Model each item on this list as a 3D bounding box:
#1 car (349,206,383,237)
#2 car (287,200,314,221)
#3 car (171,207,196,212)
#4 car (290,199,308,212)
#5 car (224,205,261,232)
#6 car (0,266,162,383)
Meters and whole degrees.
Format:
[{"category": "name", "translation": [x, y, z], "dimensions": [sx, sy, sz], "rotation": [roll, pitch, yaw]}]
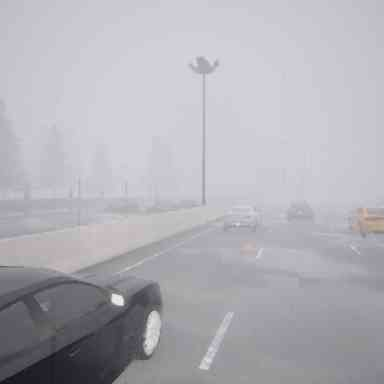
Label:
[{"category": "car", "translation": [9.692, 1.477, 17.741], "dimensions": [1.882, 1.535, 5.008], "rotation": [0, 0, 16]}, {"category": "car", "translation": [8.767, 1.562, 27.011], "dimensions": [1.994, 1.385, 4.181], "rotation": [0, 0, 16]}, {"category": "car", "translation": [-0.555, 1.489, 33.069], "dimensions": [2.128, 1.511, 4.902], "rotation": [0, 0, 17]}, {"category": "car", "translation": [13.199, 1.599, 40.714], "dimensions": [1.895, 1.301, 4.718], "rotation": [0, 0, 20]}, {"category": "car", "translation": [3.167, 1.525, 20.367], "dimensions": [1.812, 1.442, 4.674], "rotation": [0, 0, 16]}, {"category": "car", "translation": [-1.875, 1.477, 3.200], "dimensions": [1.882, 1.535, 5.008], "rotation": [0, 0, 16]}]
